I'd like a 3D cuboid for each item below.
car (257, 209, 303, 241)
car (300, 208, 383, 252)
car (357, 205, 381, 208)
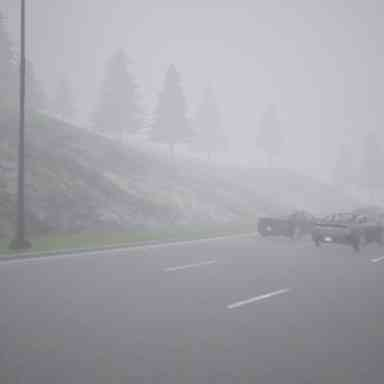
[{"bbox_3d":[5.582,1.685,18.249,5.008,1.535,1.882,0,0,-45],"label":"car"},{"bbox_3d":[7.111,1.674,14.840,4.902,1.511,2.128,1,-1,-44],"label":"car"},{"bbox_3d":[15.264,1.862,28.379,1.837,1.490,4.892,0,0,44],"label":"car"}]
